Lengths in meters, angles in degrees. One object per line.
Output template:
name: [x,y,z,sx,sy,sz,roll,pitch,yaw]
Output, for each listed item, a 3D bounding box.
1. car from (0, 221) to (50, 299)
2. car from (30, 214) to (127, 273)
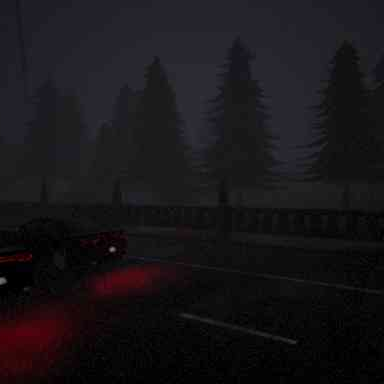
car: [-5.587,1.472,7.340,5.008,1.535,1.882,0,0,32]
car: [-4.341,1.462,10.681,5.008,1.535,1.882,0,0,32]
